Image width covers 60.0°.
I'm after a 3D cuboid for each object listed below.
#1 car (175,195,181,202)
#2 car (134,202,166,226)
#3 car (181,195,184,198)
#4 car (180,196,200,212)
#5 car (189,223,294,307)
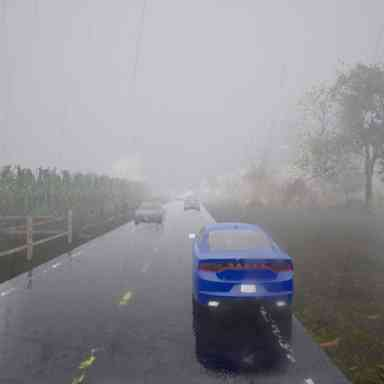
[{"bbox_3d":[-2.935,1.391,76.425,1.882,1.535,5.008,0,0,0],"label":"car"},{"bbox_3d":[-2.902,1.498,23.711,1.837,1.490,4.892,0,0,0],"label":"car"},{"bbox_3d":[-0.108,1.321,49.323,2.097,1.767,4.553,0,0,0],"label":"car"},{"bbox_3d":[0.004,1.529,39.276,2.033,1.411,5.357,0,0,0],"label":"car"},{"bbox_3d":[0.945,1.478,8.083,1.882,1.535,5.008,0,0,0],"label":"car"}]
